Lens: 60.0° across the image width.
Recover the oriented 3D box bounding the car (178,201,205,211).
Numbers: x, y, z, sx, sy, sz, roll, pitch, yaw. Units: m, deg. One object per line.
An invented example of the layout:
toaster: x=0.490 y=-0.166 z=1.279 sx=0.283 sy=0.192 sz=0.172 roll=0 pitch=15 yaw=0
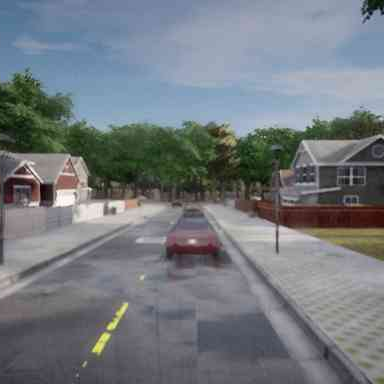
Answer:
car: x=0.070 y=1.758 z=28.468 sx=1.837 sy=1.490 sz=4.892 roll=0 pitch=0 yaw=1

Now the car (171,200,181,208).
car: x=-2.654 y=2.105 z=59.759 sx=1.895 sy=1.301 sz=4.718 roll=0 pitch=0 yaw=1

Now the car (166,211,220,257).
car: x=0.041 y=1.686 z=13.476 sx=1.994 sy=1.385 sz=4.181 roll=0 pitch=0 yaw=1
